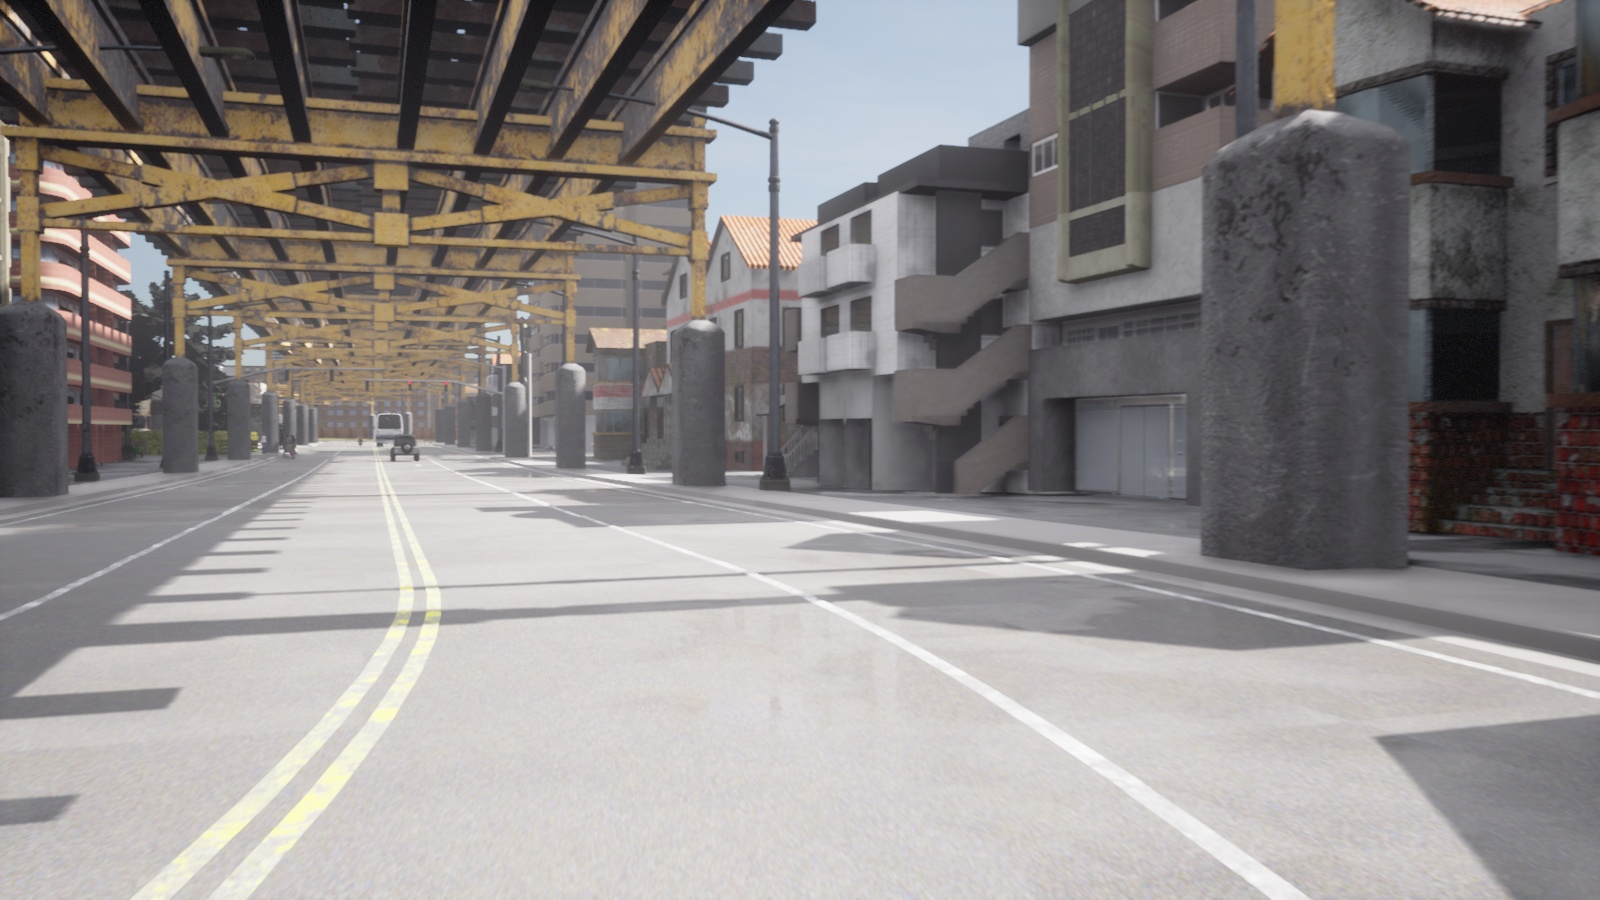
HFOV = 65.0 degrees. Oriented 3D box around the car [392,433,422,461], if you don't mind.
[{"bbox_3d":[-27.311,-0.221,87.186,1.905,1.878,3.866,0,1,-19],"label":"car"}]
